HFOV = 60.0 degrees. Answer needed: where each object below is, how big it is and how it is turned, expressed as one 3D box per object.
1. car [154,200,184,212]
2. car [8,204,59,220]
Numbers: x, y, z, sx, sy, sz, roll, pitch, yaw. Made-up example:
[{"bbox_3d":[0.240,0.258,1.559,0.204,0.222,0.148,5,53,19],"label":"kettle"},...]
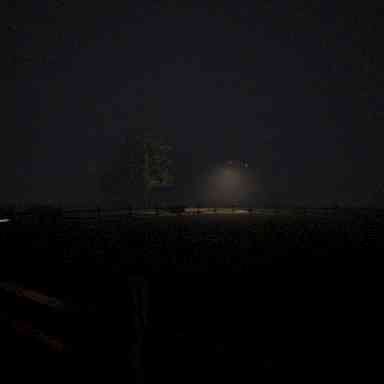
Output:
[{"bbox_3d":[-3.077,1.894,45.617,2.097,1.767,4.553,0,-1,38],"label":"car"},{"bbox_3d":[-14.597,1.831,30.830,1.994,1.385,4.181,0,-1,38],"label":"car"}]
